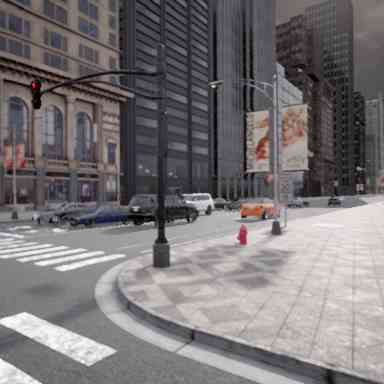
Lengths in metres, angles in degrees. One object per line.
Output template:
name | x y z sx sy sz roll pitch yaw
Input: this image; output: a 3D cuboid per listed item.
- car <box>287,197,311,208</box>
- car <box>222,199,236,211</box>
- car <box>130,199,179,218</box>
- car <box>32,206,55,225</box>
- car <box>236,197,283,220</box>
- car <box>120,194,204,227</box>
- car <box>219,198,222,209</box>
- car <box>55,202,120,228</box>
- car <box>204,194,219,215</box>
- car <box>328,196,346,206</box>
car | 14.667 1.425 45.579 2.033 1.411 5.357 -1 0 36
car | 5.893 1.430 39.107 1.837 1.490 4.892 -1 0 35
car | -3.463 1.484 31.576 1.837 1.490 4.892 -1 0 35
car | -8.964 1.495 23.926 2.128 1.511 4.902 -1 0 33
car | 5.850 1.244 27.507 2.097 1.767 4.553 -1 0 35
car | -1.843 1.164 22.301 2.150 2.045 5.566 -1 0 35
car | 2.566 1.459 40.039 1.837 1.490 4.892 -1 0 36
car | -6.007 1.523 22.392 2.033 1.411 5.357 -1 0 35
car | -0.106 1.171 30.695 2.150 2.045 5.566 -1 0 35
car | 21.825 1.346 49.975 1.837 1.490 4.892 -1 0 35
